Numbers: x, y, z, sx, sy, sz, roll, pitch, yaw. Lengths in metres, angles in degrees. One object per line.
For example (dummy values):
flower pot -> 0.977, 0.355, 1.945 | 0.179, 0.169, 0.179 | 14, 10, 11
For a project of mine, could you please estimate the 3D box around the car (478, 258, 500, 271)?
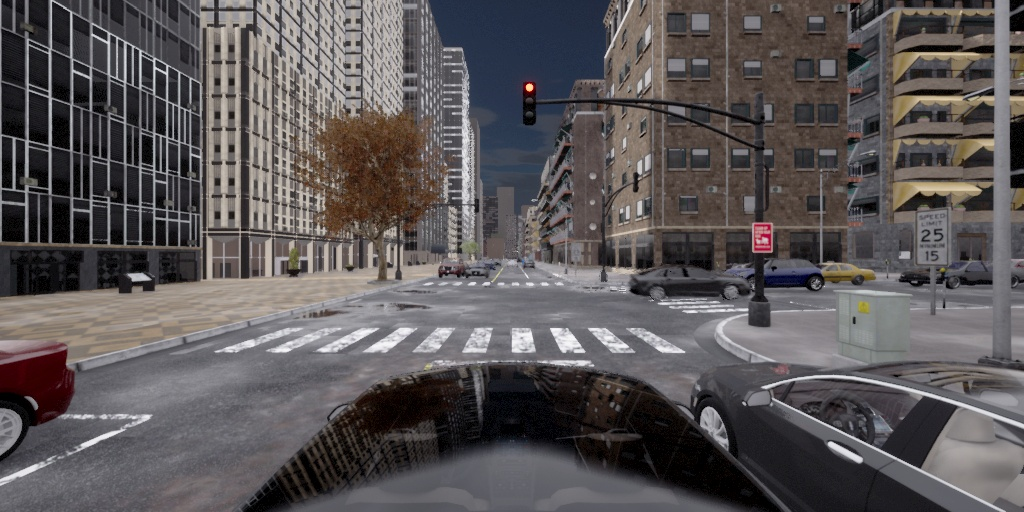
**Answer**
car -> -3.104, 1.317, 48.930 | 2.033, 1.411, 5.357 | 0, 0, 0

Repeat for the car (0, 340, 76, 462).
car -> -5.692, 1.295, 2.015 | 1.888, 1.381, 4.507 | 0, 0, 0

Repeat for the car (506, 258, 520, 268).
car -> 0.095, 1.310, 63.595 | 1.812, 1.442, 4.674 | 0, 0, 0

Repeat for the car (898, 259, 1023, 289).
car -> 23.902, 0.946, 18.951 | 5.357, 1.411, 2.033 | -1, 0, -1

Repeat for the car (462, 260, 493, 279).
car -> -3.096, 1.322, 32.884 | 1.994, 1.385, 4.181 | 0, 0, 1

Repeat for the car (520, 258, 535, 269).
car -> 2.682, 1.342, 56.494 | 1.948, 1.339, 4.313 | 0, 0, 0

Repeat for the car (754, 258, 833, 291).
car -> 13.520, 0.894, 18.869 | 4.553, 1.767, 2.097 | -1, 0, 0

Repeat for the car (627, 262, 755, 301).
car -> 7.674, 1.154, 15.852 | 4.892, 1.490, 1.837 | -2, 2, 9

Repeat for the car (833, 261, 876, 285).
car -> 18.829, 0.990, 21.489 | 4.829, 1.417, 1.751 | 0, 0, -1

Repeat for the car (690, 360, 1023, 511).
car -> 2.689, 1.300, 2.016 | 2.007, 1.370, 4.403 | 0, 0, 0

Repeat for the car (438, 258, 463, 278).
car -> -5.696, 1.075, 34.402 | 2.192, 1.841, 5.009 | 0, 0, 0
